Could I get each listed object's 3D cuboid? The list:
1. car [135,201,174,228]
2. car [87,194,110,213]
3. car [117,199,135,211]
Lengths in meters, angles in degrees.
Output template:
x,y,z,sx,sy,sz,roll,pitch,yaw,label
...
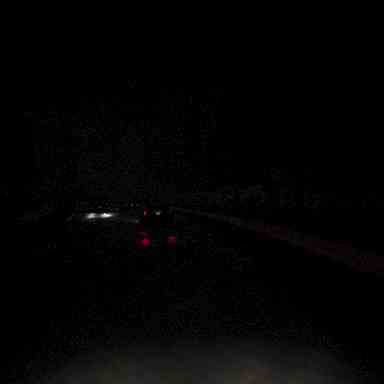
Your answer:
x,y,z,sx,sy,sz,roll,pitch,yaw,label
-2.527,1.358,22.658,2.097,1.767,4.553,0,0,-12,car
-10.631,1.246,37.752,2.150,2.045,5.566,0,0,-20,car
-7.902,1.566,40.937,2.033,1.411,5.357,0,0,-21,car
